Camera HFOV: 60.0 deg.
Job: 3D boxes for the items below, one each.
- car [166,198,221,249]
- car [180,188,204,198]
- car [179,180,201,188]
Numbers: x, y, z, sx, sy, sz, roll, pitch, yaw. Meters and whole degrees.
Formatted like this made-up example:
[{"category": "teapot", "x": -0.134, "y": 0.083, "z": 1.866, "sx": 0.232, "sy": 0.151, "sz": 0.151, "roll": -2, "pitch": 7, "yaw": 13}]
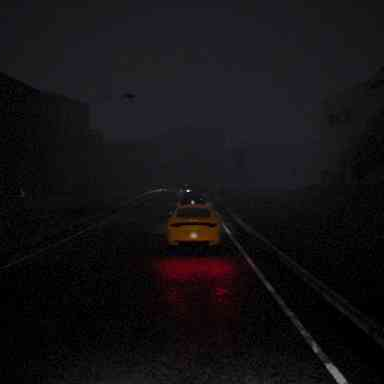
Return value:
[{"category": "car", "x": 0.066, "y": 1.228, "z": 13.275, "sx": 1.882, "sy": 1.535, "sz": 5.008, "roll": 0, "pitch": 1, "yaw": 0}, {"category": "car", "x": 0.063, "y": 0.655, "z": 28.123, "sx": 1.994, "sy": 1.385, "sz": 4.181, "roll": 0, "pitch": 3, "yaw": 0}, {"category": "car", "x": -0.289, "y": -1.207, "z": 55.540, "sx": 1.837, "sy": 1.490, "sz": 4.892, "roll": 2, "pitch": 4, "yaw": 30}]
